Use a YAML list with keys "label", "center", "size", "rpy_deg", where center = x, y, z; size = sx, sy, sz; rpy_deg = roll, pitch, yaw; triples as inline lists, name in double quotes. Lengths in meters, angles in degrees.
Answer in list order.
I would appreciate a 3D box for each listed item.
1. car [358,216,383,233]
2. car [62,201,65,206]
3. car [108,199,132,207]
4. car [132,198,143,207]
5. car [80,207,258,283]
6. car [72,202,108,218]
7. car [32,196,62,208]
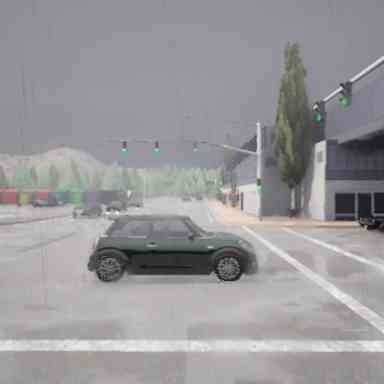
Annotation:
- label: "car"
  center: [12.708, 1.775, 20.069]
  size: [4.718, 1.301, 1.895]
  rpy_deg: [0, 0, 1]
- label: "car"
  center: [-24.615, 1.905, 58.851]
  size: [3.806, 1.475, 1.970]
  rpy_deg: [0, 0, 0]
- label: "car"
  center: [-10.228, 1.942, 45.601]
  size: [2.033, 1.411, 5.357]
  rpy_deg: [0, -1, 2]
- label: "car"
  center: [-9.834, 1.850, 57.543]
  size: [2.097, 1.767, 4.553]
  rpy_deg: [0, -1, 2]
- label: "car"
  center: [-0.484, 1.434, 9.434]
  size: [4.553, 1.767, 2.097]
  rpy_deg: [0, 0, -1]
- label: "car"
  center: [-10.551, 1.783, 33.686]
  size: [2.128, 1.511, 4.902]
  rpy_deg: [0, 0, 1]
- label: "car"
  center: [-24.643, 1.641, 55.958]
  size: [3.866, 1.878, 1.905]
  rpy_deg: [0, 0, 0]
